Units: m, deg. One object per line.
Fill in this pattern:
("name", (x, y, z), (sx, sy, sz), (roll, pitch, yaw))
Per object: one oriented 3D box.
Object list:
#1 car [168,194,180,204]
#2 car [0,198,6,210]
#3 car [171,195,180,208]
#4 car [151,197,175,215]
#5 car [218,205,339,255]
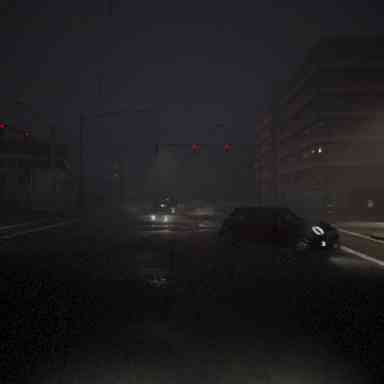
("car", (-3.343, 1.352, 63.991), (2.097, 1.767, 4.553), (0, 0, 0))
("car", (-24.023, 1.456, 38.959), (3.806, 1.475, 1.970), (0, 0, 1))
("car", (-3.260, 1.563, 48.645), (1.994, 1.385, 4.181), (0, 0, 0))
("car", (-3.148, 1.547, 34.739), (2.033, 1.411, 5.357), (0, 0, -1))
("car", (3.396, 1.352, 13.398), (4.553, 1.767, 2.097), (0, 0, 37))
